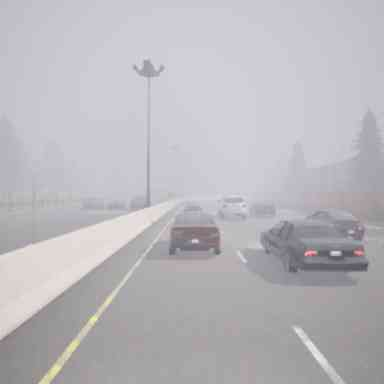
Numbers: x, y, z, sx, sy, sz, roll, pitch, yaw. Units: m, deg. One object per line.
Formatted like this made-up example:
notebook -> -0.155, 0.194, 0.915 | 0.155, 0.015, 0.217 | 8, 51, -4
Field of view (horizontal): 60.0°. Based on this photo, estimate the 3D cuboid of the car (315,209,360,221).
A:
car -> 7.096, 1.607, 17.141 | 1.812, 1.442, 4.674 | 0, 0, 0

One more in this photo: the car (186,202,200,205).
car -> 0.104, 1.679, 33.402 | 1.812, 1.442, 4.674 | 0, 0, 0

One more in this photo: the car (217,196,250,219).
car -> 3.609, 1.367, 30.977 | 2.150, 2.045, 5.566 | 0, 0, 0

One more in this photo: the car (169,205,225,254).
car -> 0.103, 1.542, 13.907 | 1.882, 1.535, 5.008 | 0, 0, 0

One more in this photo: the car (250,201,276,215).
car -> 7.109, 1.636, 33.914 | 1.882, 1.535, 5.008 | 0, 0, 0

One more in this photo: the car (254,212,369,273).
car -> 3.602, 1.599, 10.845 | 2.033, 1.411, 5.357 | 0, 0, 0
